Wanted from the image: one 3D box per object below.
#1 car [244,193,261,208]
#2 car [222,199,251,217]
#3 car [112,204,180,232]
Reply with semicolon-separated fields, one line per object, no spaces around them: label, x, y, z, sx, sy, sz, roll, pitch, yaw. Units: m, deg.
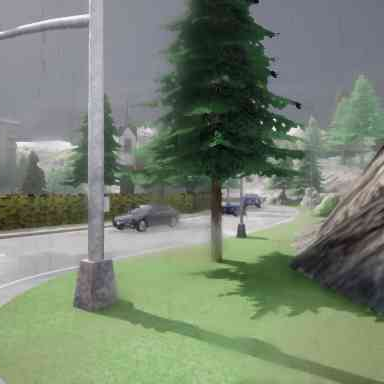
car;8.618;1.226;47.822;2.150;2.045;5.566;0;0;6
car;3.771;1.601;31.374;1.895;1.301;4.718;0;0;24
car;-2.684;1.505;20.357;1.837;1.490;4.892;0;0;35
